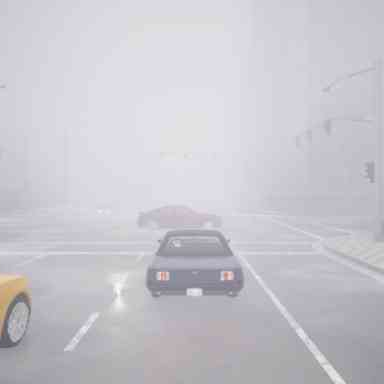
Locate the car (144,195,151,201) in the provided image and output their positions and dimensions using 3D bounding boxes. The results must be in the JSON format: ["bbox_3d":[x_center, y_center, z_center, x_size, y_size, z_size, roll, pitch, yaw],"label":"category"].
[{"bbox_3d":[-10.384,1.491,75.584,2.033,1.411,5.357,0,0,1],"label":"car"}]

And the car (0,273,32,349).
[{"bbox_3d":[-3.457,1.478,3.239,1.882,1.535,5.008,0,0,0],"label":"car"}]

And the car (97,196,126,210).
[{"bbox_3d":[-10.841,1.549,44.192,2.033,1.411,5.357,0,0,3],"label":"car"}]

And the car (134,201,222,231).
[{"bbox_3d":[-0.725,1.483,19.519,5.008,1.535,1.882,0,0,0],"label":"car"}]

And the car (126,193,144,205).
[{"bbox_3d":[-10.644,1.226,60.011,2.150,2.045,5.566,0,0,1],"label":"car"}]

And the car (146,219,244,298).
[{"bbox_3d":[0.049,1.601,8.487,1.895,1.301,4.718,0,0,0],"label":"car"}]
